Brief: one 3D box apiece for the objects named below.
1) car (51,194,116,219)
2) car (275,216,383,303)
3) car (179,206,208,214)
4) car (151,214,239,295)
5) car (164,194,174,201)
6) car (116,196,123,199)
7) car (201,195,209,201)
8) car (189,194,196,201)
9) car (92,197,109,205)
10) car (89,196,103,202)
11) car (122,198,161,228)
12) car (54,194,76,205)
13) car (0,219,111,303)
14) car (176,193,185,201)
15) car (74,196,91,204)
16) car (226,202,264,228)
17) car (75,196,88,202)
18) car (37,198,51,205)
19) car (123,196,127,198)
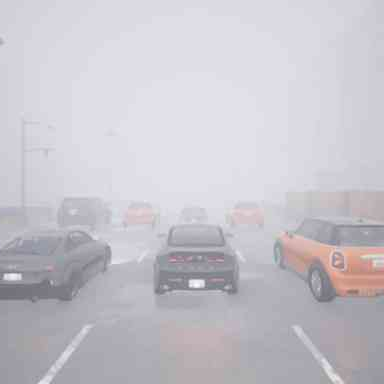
[{"bbox_3d":[-6.914,1.323,21.928,2.150,2.045,5.566,0,0,0],"label":"car"},{"bbox_3d":[3.592,1.391,8.462,2.097,1.767,4.553,0,0,0],"label":"car"},{"bbox_3d":[0.087,1.648,21.939,2.033,1.411,5.357,0,0,0],"label":"car"},{"bbox_3d":[0.092,1.544,8.839,1.837,1.490,4.892,0,-1,0],"label":"car"},{"bbox_3d":[-6.812,1.661,93.819,1.994,1.385,4.181,0,1,0],"label":"car"},{"bbox_3d":[-17.459,1.728,73.715,1.882,1.535,5.008,0,0,0],"label":"car"},{"bbox_3d":[3.682,1.667,92.988,1.994,1.385,4.181,0,1,0],"label":"car"},{"bbox_3d":[0.179,1.592,92.601,1.882,1.535,5.008,0,1,0],"label":"car"},{"bbox_3d":[-17.526,1.753,64.006,1.837,1.490,4.892,0,0,0],"label":"car"},{"bbox_3d":[-24.379,1.716,84.689,2.128,1.511,4.902,0,0,0],"label":"car"},{"bbox_3d":[-3.416,1.458,23.429,2.097,1.767,4.553,0,0,0],"label":"car"},{"bbox_3d":[-24.524,1.467,64.270,2.150,2.045,5.566,0,0,0],"label":"car"},{"bbox_3d":[-3.410,1.602,8.356,1.994,1.385,4.181,0,0,0],"label":"car"},{"bbox_3d":[-3.321,1.614,92.629,1.837,1.490,4.892,0,1,0],"label":"car"},{"bbox_3d":[-24.454,1.772,74.385,2.128,1.511,4.902,0,0,0],"label":"car"},{"bbox_3d":[3.584,1.458,23.395,2.097,1.767,4.553,0,0,0],"label":"car"},{"bbox_3d":[-27.884,1.791,84.047,1.895,1.301,4.718,0,0,0],"label":"car"},{"bbox_3d":[-28.026,1.859,64.022,1.895,1.301,4.718,0,0,0],"label":"car"},{"bbox_3d":[-17.384,1.720,84.006,1.812,1.442,4.674,0,0,0],"label":"car"}]
